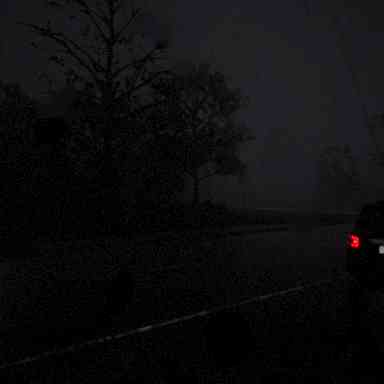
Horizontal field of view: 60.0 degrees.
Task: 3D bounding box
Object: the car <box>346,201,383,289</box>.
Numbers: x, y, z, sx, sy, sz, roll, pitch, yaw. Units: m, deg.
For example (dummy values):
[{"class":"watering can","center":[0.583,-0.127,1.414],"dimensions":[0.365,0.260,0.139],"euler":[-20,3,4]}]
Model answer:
[{"class":"car","center":[5.937,1.213,7.893],"dimensions":[5.566,2.045,2.150],"euler":[0,0,-35]}]
